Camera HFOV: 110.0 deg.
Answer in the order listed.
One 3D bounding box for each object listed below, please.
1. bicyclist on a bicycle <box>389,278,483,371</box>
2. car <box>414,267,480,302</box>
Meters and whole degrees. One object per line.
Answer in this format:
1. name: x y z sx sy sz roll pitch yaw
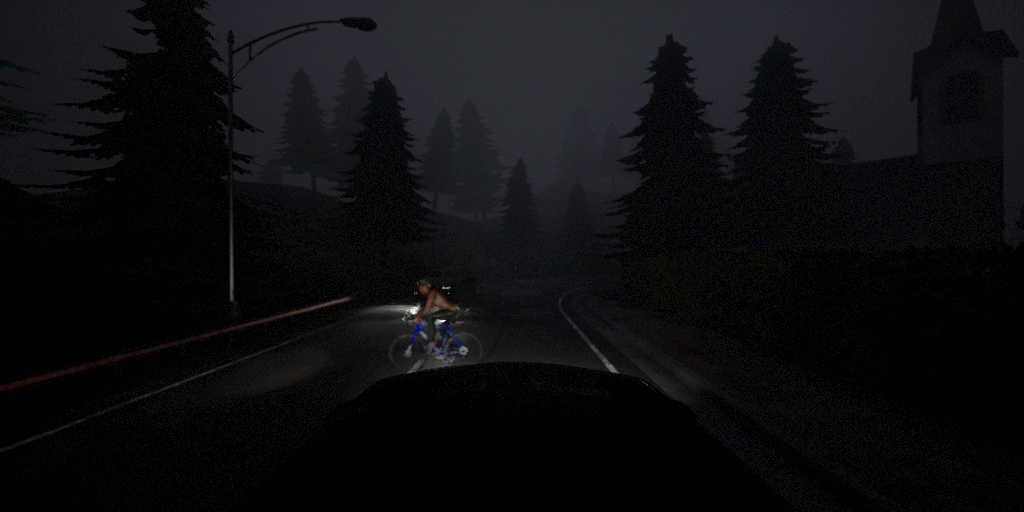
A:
1. bicyclist on a bicycle: -1.335 1.207 6.216 1.656 1.620 0.582 -2 0 0
2. car: -2.912 1.272 17.085 1.837 1.490 4.892 -1 -1 12
